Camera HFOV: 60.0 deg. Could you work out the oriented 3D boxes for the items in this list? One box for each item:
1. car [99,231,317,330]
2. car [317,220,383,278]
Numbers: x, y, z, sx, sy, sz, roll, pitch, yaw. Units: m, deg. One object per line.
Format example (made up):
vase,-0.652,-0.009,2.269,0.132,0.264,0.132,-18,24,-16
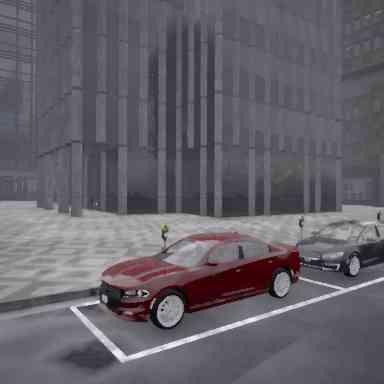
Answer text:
car,0.359,1.548,6.900,4.507,1.381,1.887,0,0,-35
car,4.856,1.563,10.110,4.403,1.369,2.008,0,0,-35
